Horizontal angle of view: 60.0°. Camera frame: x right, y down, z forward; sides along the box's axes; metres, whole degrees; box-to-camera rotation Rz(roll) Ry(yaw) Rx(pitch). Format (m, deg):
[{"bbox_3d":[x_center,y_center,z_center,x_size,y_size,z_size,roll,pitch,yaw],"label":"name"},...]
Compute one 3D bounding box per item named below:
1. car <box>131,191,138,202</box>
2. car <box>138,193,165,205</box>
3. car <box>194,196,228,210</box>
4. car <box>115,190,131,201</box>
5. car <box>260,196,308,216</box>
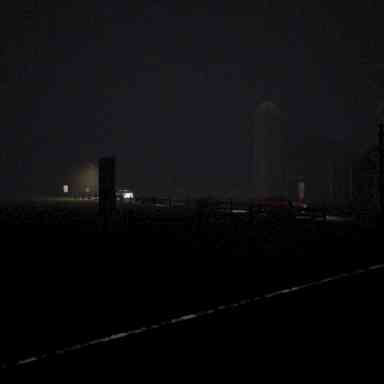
[{"bbox_3d":[-8.307,0.974,58.711,2.128,1.511,4.902,-1,1,-36],"label":"car"},{"bbox_3d":[-5.941,1.110,50.563,1.812,1.442,4.674,-1,1,-37],"label":"car"},{"bbox_3d":[2.189,1.207,39.262,2.128,1.511,4.902,-1,1,-36],"label":"car"},{"bbox_3d":[-13.645,0.614,66.063,2.150,2.045,5.566,-1,1,-36],"label":"car"},{"bbox_3d":[8.364,1.168,30.704,2.097,1.767,4.553,-1,1,-36],"label":"car"}]
